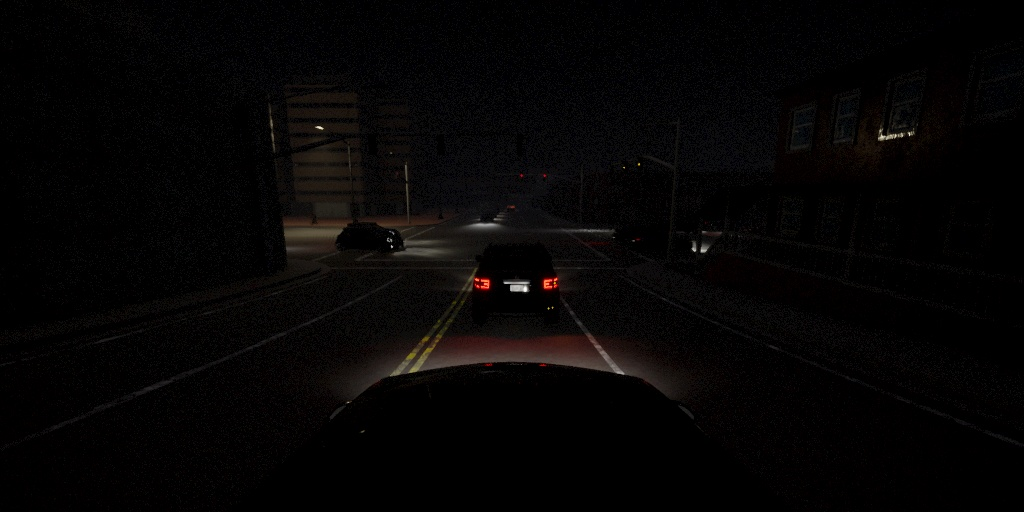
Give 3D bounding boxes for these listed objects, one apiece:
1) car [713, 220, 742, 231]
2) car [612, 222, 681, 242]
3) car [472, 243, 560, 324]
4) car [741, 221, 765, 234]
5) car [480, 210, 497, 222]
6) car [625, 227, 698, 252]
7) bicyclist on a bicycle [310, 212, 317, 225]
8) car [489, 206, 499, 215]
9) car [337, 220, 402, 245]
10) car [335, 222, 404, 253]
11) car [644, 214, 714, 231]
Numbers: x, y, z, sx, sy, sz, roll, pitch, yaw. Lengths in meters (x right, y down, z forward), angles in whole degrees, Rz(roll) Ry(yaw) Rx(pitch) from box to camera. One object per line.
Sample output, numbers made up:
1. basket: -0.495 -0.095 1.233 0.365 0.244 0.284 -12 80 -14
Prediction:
1. car: 23.849 -3.550 40.096 4.674 1.442 1.812 0 10 0
2. car: 10.805 -1.781 29.567 4.892 1.490 1.837 0 10 0
3. car: 0.067 0.605 10.697 2.150 2.045 5.566 0 4 -1
4. car: 26.687 -2.959 36.646 4.674 1.442 1.812 0 10 0
5. car: -3.704 -5.863 54.075 1.895 1.301 4.718 0 10 0
6. car: 10.847 -1.135 26.126 4.181 1.385 1.994 0 10 0
7. bicyclist on a bicycle: -25.358 -4.769 45.817 0.582 1.620 1.656 0 10 0
8. car: -3.697 -7.428 62.823 1.812 1.442 4.674 0 10 0
9. car: -11.739 -1.992 29.845 4.553 1.767 2.097 -1 10 -5
10. car: -10.120 -1.270 25.605 4.553 1.767 2.097 2 10 9
11. car: 16.892 -3.265 36.613 5.566 2.045 2.150 0 10 0
